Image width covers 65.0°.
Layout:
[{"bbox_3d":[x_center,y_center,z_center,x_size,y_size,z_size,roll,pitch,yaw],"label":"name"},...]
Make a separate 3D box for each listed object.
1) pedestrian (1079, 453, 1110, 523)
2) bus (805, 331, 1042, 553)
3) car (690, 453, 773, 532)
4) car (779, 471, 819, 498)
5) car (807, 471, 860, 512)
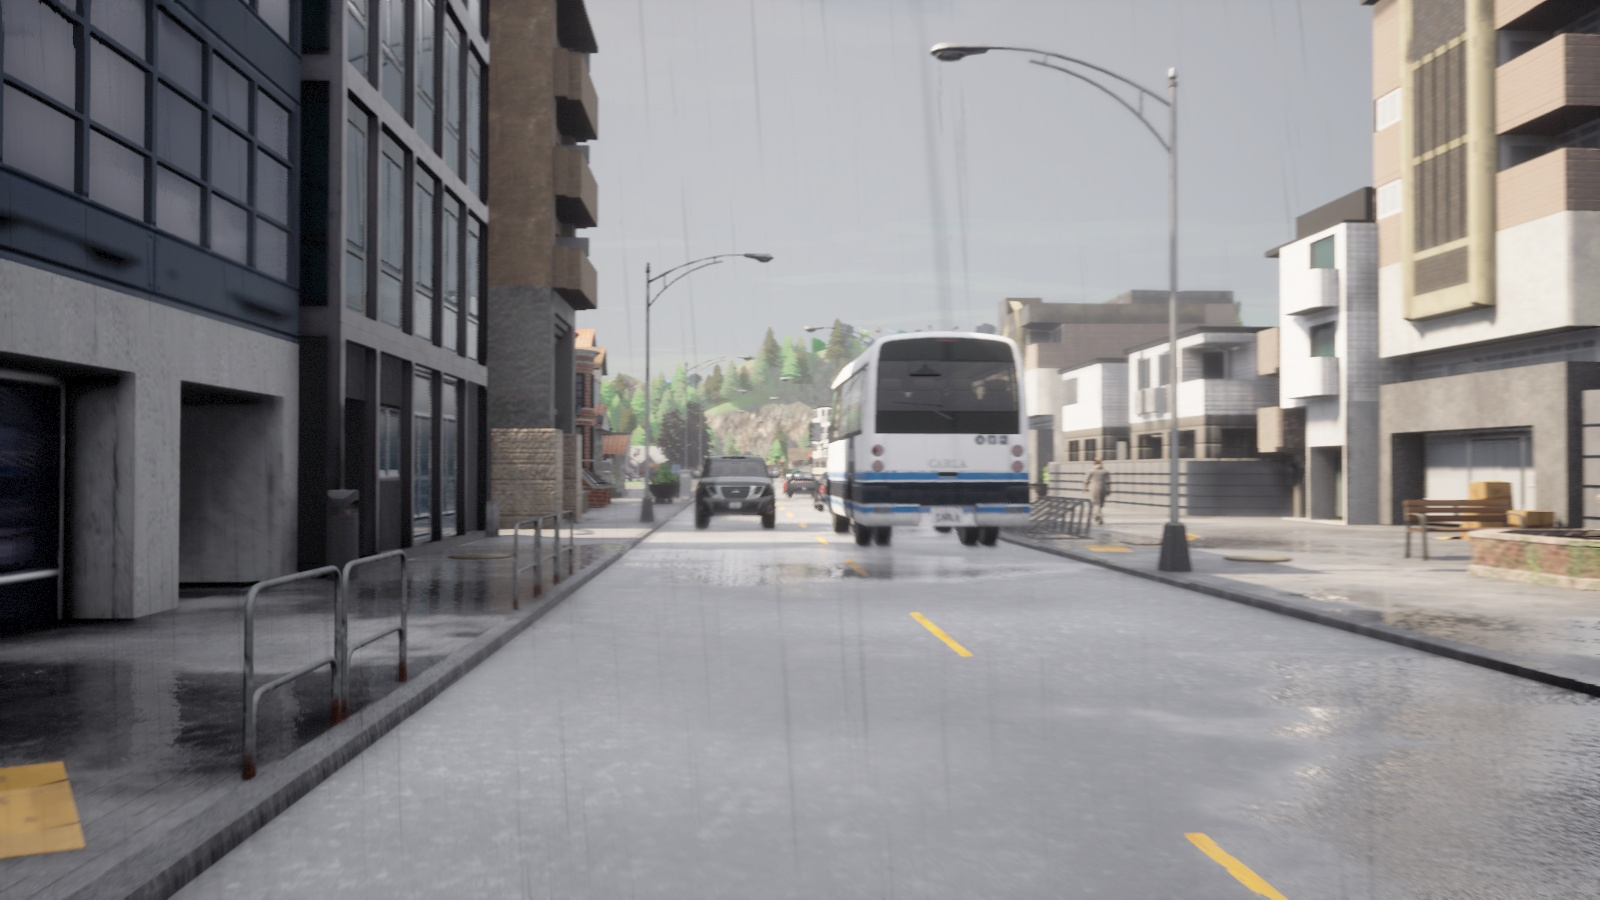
[{"bbox_3d":[8.268,1.070,35.325,0.659,1.952,0.873,0,-1,1],"label":"pedestrian"},{"bbox_3d":[2.414,-0.080,29.327,3.944,4.253,10.273,0,-1,-3],"label":"bus"},{"bbox_3d":[-1.926,1.148,35.497,2.150,2.045,5.566,0,-1,-3],"label":"car"},{"bbox_3d":[-0.103,2.045,75.160,2.128,1.511,4.902,0,-1,-3],"label":"car"},{"bbox_3d":[1.292,1.630,49.824,1.789,1.549,3.705,0,-1,-3],"label":"car"}]
